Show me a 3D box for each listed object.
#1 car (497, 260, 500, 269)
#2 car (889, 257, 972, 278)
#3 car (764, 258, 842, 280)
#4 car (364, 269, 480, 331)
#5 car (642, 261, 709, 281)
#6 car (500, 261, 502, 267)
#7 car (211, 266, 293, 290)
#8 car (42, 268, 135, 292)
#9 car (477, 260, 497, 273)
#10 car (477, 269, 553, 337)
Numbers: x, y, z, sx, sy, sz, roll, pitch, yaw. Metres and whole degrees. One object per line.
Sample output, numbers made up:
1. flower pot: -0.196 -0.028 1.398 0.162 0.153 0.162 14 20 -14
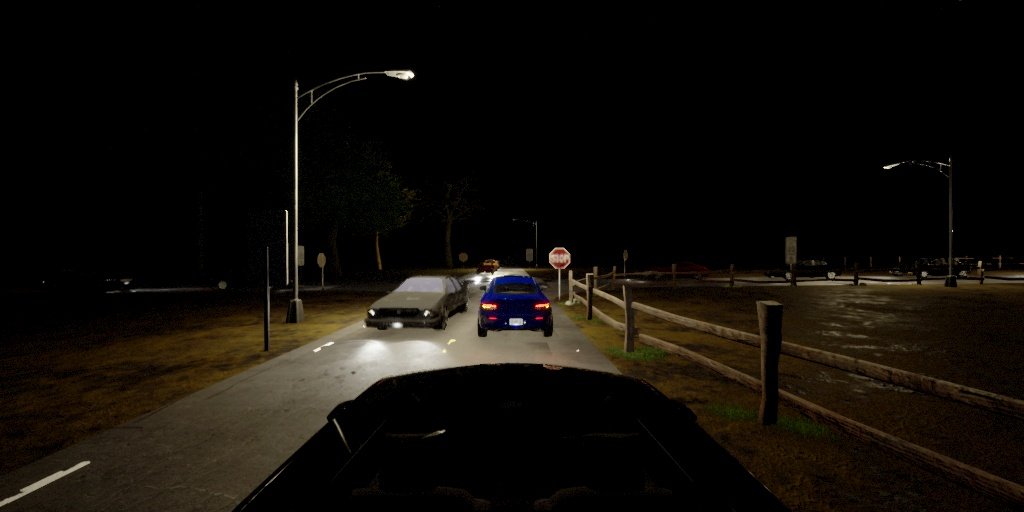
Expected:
1. car: -2.955 1.279 49.075 1.882 1.535 5.008 0 0 0
2. car: 31.342 0.867 26.926 4.892 1.490 1.837 -1 1 0
3. car: 21.761 0.954 26.963 5.008 1.535 1.882 -1 1 1
4. car: -2.576 1.299 11.332 2.033 1.411 5.357 0 0 4
5. car: 12.276 1.113 27.044 4.674 1.442 1.812 -1 1 2
6. car: -2.934 1.385 58.904 2.033 1.411 5.357 0 0 1
7. car: -17.335 1.435 24.166 5.008 1.535 1.882 -1 1 0
8. car: -28.439 1.570 24.172 4.902 1.511 2.128 0 1 0
9. car: -2.900 1.380 39.719 1.895 1.301 4.718 0 0 -2
10. car: 0.053 1.277 10.158 1.812 1.442 4.674 0 0 -1
